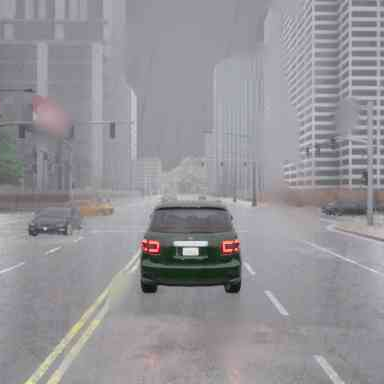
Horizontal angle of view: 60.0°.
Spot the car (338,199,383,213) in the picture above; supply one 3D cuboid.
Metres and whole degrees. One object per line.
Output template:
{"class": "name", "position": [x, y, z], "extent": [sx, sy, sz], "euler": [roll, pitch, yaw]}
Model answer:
{"class": "car", "position": [19.466, 1.547, 37.347], "extent": [5.357, 1.411, 2.033], "euler": [0, 0, -1]}

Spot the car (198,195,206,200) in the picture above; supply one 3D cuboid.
{"class": "car", "position": [2.737, 1.499, 90.590], "extent": [1.837, 1.490, 4.892], "euler": [0, 0, 0]}

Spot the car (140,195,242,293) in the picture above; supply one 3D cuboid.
{"class": "car", "position": [-0.021, 1.221, 8.980], "extent": [2.150, 2.045, 5.566], "euler": [0, 0, 0]}

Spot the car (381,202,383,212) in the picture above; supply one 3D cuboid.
{"class": "car", "position": [22.134, 1.477, 33.882], "extent": [5.008, 1.535, 1.882], "euler": [0, 0, -1]}

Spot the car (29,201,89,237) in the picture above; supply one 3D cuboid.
{"class": "car", "position": [-7.272, 1.505, 18.316], "extent": [1.837, 1.490, 4.892], "euler": [2, 0, -6]}

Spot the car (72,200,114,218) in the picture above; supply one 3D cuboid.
{"class": "car", "position": [-9.562, 1.477, 29.741], "extent": [5.008, 1.535, 1.882], "euler": [0, 0, -1]}

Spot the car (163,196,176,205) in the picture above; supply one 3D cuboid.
{"class": "car", "position": [-4.082, 1.546, 61.861], "extent": [2.033, 1.411, 5.357], "euler": [0, 0, 0]}

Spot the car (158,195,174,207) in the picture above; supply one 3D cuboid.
{"class": "car", "position": [-4.026, 1.351, 52.238], "extent": [2.097, 1.767, 4.553], "euler": [0, 0, 0]}

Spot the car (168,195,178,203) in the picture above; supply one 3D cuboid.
{"class": "car", "position": [-4.105, 1.499, 72.166], "extent": [1.837, 1.490, 4.892], "euler": [0, 0, 0]}

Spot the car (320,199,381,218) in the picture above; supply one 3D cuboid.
{"class": "car", "position": [14.039, 1.525, 30.071], "extent": [4.674, 1.442, 1.812], "euler": [0, 0, -1]}
